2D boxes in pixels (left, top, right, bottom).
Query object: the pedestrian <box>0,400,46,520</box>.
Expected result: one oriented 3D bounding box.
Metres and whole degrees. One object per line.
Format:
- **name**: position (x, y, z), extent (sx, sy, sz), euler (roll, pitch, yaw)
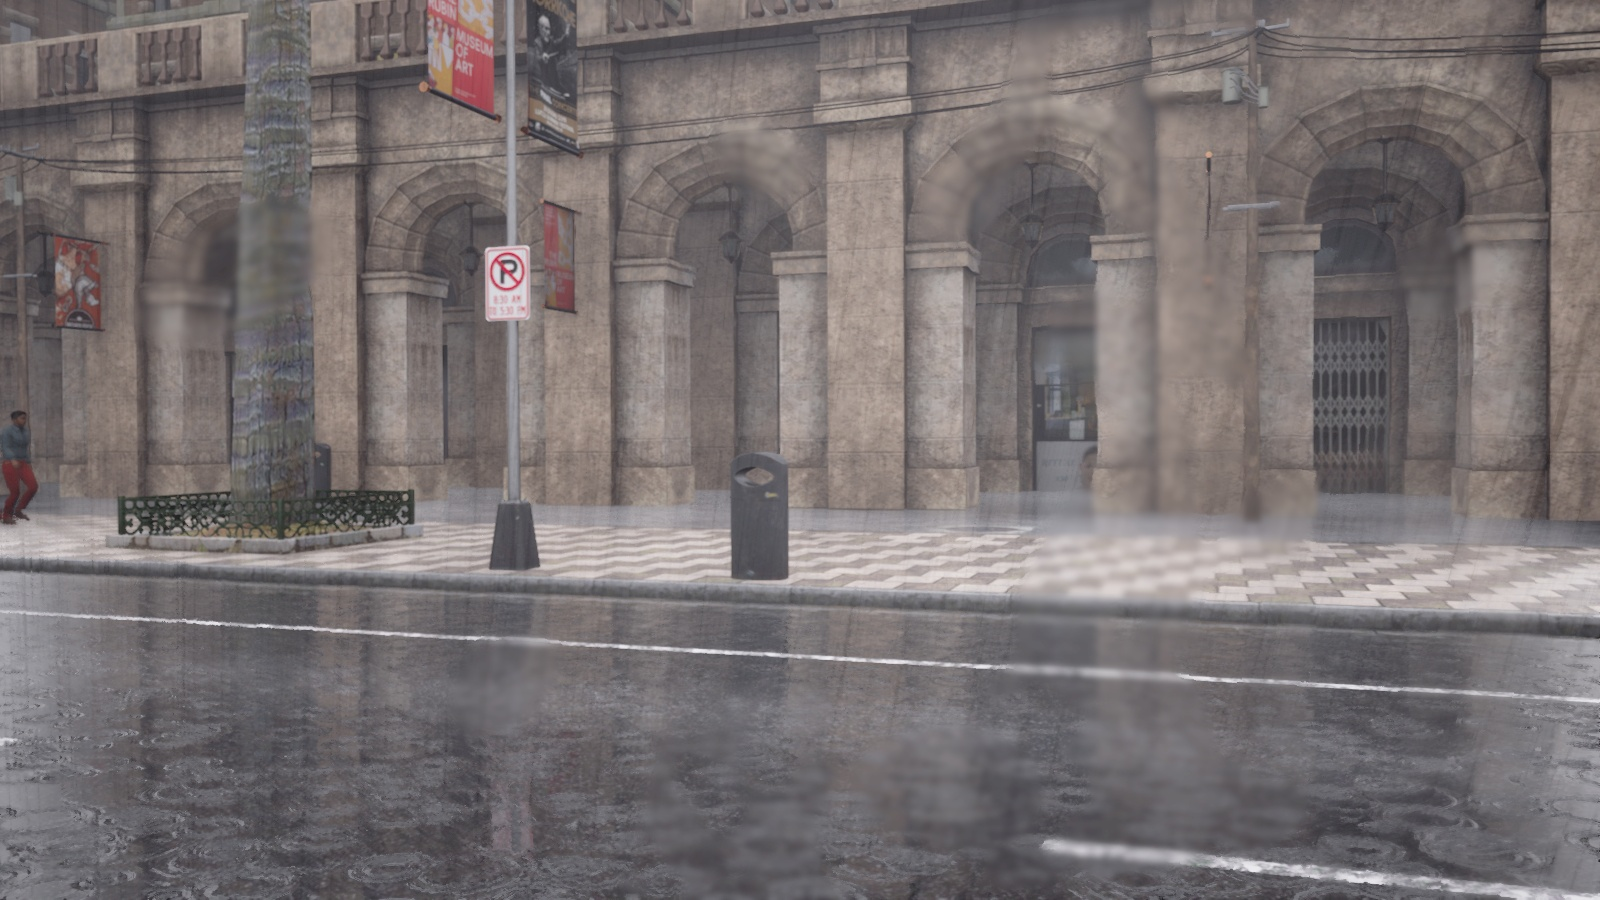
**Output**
- **pedestrian**: position (-12.197, 0.151, 19.633), extent (0.614, 1.847, 0.353), euler (0, 1, 15)
